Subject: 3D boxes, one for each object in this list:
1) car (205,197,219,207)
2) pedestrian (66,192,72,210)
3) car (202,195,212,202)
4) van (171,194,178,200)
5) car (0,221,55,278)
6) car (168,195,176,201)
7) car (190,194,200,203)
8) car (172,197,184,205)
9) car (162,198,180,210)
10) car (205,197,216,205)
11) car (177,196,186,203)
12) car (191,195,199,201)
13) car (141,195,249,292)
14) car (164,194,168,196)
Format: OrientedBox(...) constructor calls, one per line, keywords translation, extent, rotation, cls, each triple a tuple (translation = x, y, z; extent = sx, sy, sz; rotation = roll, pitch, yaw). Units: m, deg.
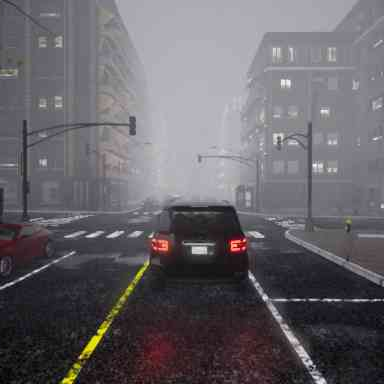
OrientedBox(translation=(3.200, 1.554, 53.630), extent=(2.008, 1.369, 4.403), rotation=(0, 0, 1), cls="car")
OrientedBox(translation=(-12.398, 0.905, 33.502), extent=(0.375, 1.860, 0.375), rotation=(0, -1, 0), cls="pedestrian")
OrientedBox(translation=(3.420, 1.446, 76.184), extent=(1.967, 1.590, 4.097), rotation=(0, 0, 1), cls="car")
OrientedBox(translation=(-4.794, 1.348, 93.187), extent=(1.690, 1.788, 3.998), rotation=(0, 0, 1), cls="van")
OrientedBox(translation=(-5.608, 1.582, 10.031), extent=(1.802, 1.307, 4.206), rotation=(0, 0, 1), cls="car")
OrientedBox(translation=(-4.906, 1.532, 81.739), extent=(1.752, 1.417, 4.829), rotation=(0, 0, 1), cls="car")
OrientedBox(translation=(0.718, 1.361, 72.937), extent=(2.097, 1.767, 4.553), rotation=(0, 0, 1), cls="car")
OrientedBox(translation=(-2.471, 1.568, 61.609), extent=(1.994, 1.385, 4.181), rotation=(0, 0, 1), cls="car")
OrientedBox(translation=(-2.674, 1.566, 43.068), extent=(1.994, 1.385, 4.181), rotation=(0, 0, 2), cls="car")
OrientedBox(translation=(3.255, 1.549, 59.268), extent=(1.887, 1.381, 4.507), rotation=(0, 0, 1), cls="car")
OrientedBox(translation=(-2.308, 1.529, 71.914), extent=(1.812, 1.442, 4.674), rotation=(0, 0, 1), cls="car")
OrientedBox(translation=(0.799, 1.485, 82.714), extent=(1.882, 1.535, 5.008), rotation=(0, 0, 1), cls="car")
OrientedBox(translation=(0.171, 1.221, 9.113), extent=(2.150, 2.045, 5.566), rotation=(0, 0, 1), cls="car")
OrientedBox(translation=(-5.016, 1.321, 70.632), extent=(2.192, 1.841, 5.009), rotation=(0, 0, 1), cls="car")
